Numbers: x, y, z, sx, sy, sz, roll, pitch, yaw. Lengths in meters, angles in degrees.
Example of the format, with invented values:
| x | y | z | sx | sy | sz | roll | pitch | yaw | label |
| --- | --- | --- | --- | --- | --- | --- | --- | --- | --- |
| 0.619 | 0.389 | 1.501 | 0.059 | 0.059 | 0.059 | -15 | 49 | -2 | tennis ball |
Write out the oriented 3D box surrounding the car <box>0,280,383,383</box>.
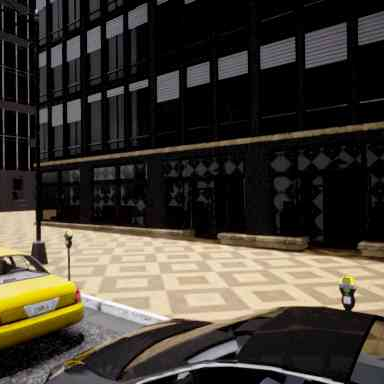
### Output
| x | y | z | sx | sy | sz | roll | pitch | yaw | label |
| --- | --- | --- | --- | --- | --- | --- | --- | --- | --- |
| 0.725 | 1.566 | 2.329 | 4.313 | 1.339 | 1.947 | 0 | -1 | 35 | car |

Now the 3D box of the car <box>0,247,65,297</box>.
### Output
| x | y | z | sx | sy | sz | roll | pitch | yaw | label |
| --- | --- | --- | --- | --- | --- | --- | --- | --- | --- |
| -3.911 | 1.527 | 5.840 | 4.829 | 1.417 | 1.752 | 0 | -1 | 35 | car |
